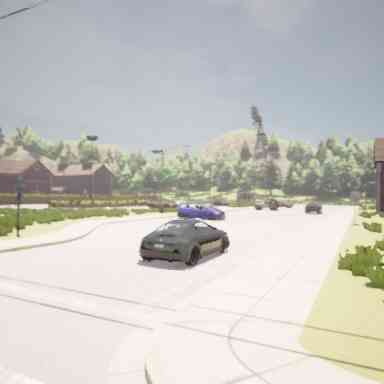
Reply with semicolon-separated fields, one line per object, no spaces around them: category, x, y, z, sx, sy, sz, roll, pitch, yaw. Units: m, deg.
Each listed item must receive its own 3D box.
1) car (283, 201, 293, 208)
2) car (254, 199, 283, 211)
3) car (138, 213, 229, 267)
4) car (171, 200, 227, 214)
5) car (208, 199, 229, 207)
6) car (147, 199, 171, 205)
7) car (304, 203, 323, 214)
car;17.557;2.421;65.246;4.193;1.474;1.816;0;-1;27
car;11.912;2.028;52.994;3.866;1.878;1.905;0;-1;27
car;-0.135;1.696;12.234;1.994;1.385;4.181;0;-1;27
car;0.863;1.827;31.457;4.611;1.667;2.242;0;-1;27
car;5.566;2.333;70.058;3.905;1.438;1.784;0;-1;27
car;-4.530;1.782;49.979;4.605;1.855;1.932;0;-1;27
car;16.392;2.192;44.846;1.837;1.490;4.892;0;-1;27
